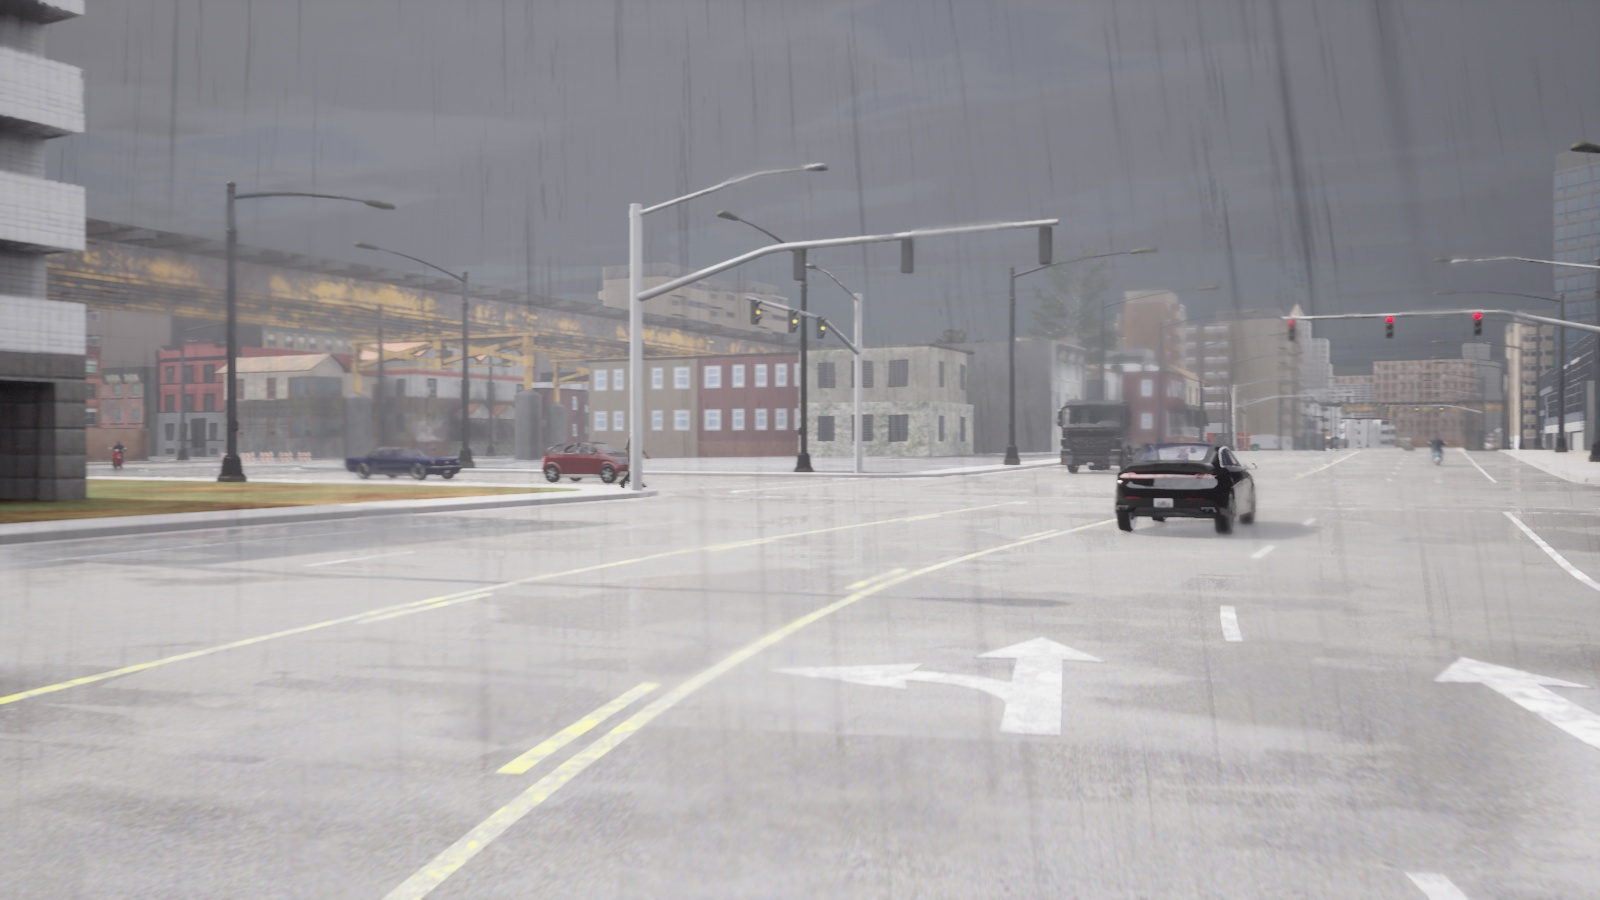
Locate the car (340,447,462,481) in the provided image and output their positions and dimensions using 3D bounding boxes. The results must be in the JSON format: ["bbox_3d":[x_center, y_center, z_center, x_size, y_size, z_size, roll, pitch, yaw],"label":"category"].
[{"bbox_3d":[-16.199,0.530,50.976,4.718,1.301,1.895,0,0,25],"label":"car"}]

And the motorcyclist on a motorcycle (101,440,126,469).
[{"bbox_3d":[-38.430,0.233,70.352,0.866,1.590,1.817,1,0,-17],"label":"motorcyclist on a motorcycle"}]

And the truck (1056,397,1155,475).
[{"bbox_3d":[14.685,-0.681,59.803,2.891,3.462,7.936,0,1,27],"label":"truck"}]

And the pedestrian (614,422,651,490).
[{"bbox_3d":[-4.899,0.176,36.786,0.873,1.952,0.659,0,0,23],"label":"pedestrian"}]

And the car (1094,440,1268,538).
[{"bbox_3d":[6.799,0.590,22.013,2.128,1.511,4.902,0,0,26],"label":"car"}]

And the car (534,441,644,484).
[{"bbox_3d":[-7.903,0.445,47.057,3.705,1.549,1.789,0,0,26],"label":"car"}]
